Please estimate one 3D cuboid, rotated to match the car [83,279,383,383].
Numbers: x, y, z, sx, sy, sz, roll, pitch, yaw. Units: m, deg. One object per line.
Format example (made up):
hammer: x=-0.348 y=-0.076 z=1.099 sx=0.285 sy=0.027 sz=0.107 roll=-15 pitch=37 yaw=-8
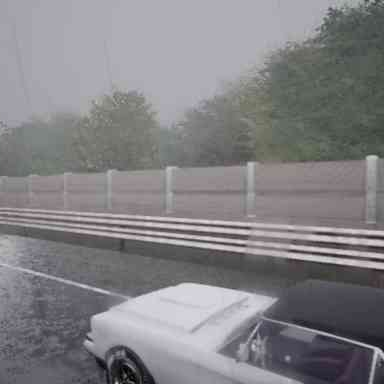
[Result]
car: x=1.089 y=1.599 z=3.228 sx=4.718 sy=1.301 sz=1.895 roll=0 pitch=0 yaw=36
